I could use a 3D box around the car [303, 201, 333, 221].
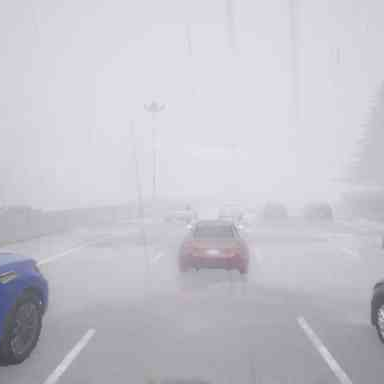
[{"bbox_3d":[10.568,1.519,28.199,1.882,1.535,5.008,0,0,13],"label":"car"}]

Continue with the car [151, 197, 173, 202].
[{"bbox_3d":[-4.799,1.541,60.302,2.033,1.411,5.357,0,0,23],"label":"car"}]

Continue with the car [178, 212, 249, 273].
[{"bbox_3d":[0.734,1.568,10.798,1.994,1.385,4.181,0,0,5],"label":"car"}]

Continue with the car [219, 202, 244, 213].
[{"bbox_3d":[3.319,1.542,27.918,1.812,1.442,4.674,0,0,12],"label":"car"}]

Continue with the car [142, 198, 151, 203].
[{"bbox_3d":[-6.998,1.588,63.948,1.895,1.301,4.718,0,0,24],"label":"car"}]

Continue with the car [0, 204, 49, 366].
[{"bbox_3d":[-3.284,1.211,2.661,2.150,2.045,5.566,0,0,1],"label":"car"}]

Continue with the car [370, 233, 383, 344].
[{"bbox_3d":[3.766,1.365,3.303,2.097,1.767,4.553,0,0,2],"label":"car"}]

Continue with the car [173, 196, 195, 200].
[{"bbox_3d":[-0.922,1.499,60.314,2.128,1.511,4.902,0,0,24],"label":"car"}]

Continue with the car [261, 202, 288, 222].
[{"bbox_3d":[6.654,1.519,26.750,2.128,1.511,4.902,0,0,12],"label":"car"}]

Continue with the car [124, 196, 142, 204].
[{"bbox_3d":[-10.832,1.520,63.838,2.033,1.411,5.357,0,0,23],"label":"car"}]

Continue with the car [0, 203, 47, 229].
[{"bbox_3d":[-12.197,1.510,22.199,2.033,1.411,5.357,0,0,9],"label":"car"}]

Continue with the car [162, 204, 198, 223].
[{"bbox_3d":[-0.764,1.603,25.471,1.895,1.301,4.718,0,0,11],"label":"car"}]

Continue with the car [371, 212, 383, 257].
[{"bbox_3d":[7.688,1.520,10.148,2.128,1.511,4.902,0,0,5],"label":"car"}]
